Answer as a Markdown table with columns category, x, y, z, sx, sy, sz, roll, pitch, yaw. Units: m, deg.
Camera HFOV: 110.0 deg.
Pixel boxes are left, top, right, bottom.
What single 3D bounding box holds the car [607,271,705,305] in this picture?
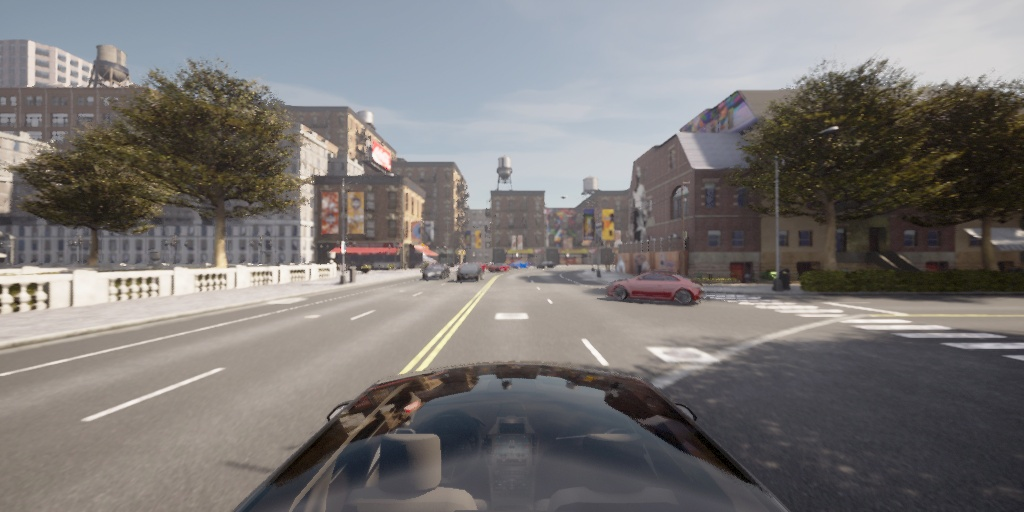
| category | x | y | z | sx | sy | sz | roll | pitch | yaw |
| --- | --- | --- | --- | --- | --- | --- | --- | --- | --- |
| car | 6.617 | 1.402 | 16.674 | 4.181 | 1.385 | 1.994 | 0 | 0 | 34 |

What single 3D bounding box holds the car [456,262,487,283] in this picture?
| category | x | y | z | sx | sy | sz | roll | pitch | yaw |
| --- | --- | --- | --- | --- | --- | --- | --- | --- | --- |
| car | -3.545 | 1.424 | 30.860 | 1.882 | 1.535 | 5.008 | 0 | 0 | 1 |

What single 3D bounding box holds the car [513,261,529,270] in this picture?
| category | x | y | z | sx | sy | sz | roll | pitch | yaw |
| --- | --- | --- | --- | --- | --- | --- | --- | --- | --- |
| car | 1.258 | 1.637 | 64.867 | 1.882 | 1.535 | 5.008 | 0 | 0 | 32 |

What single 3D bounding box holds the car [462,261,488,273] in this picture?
| category | x | y | z | sx | sy | sz | roll | pitch | yaw |
| --- | --- | --- | --- | --- | --- | --- | --- | --- | --- |
| car | -5.069 | 1.552 | 50.167 | 1.882 | 1.535 | 5.008 | 0 | 0 | 15 |

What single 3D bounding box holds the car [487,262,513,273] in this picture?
| category | x | y | z | sx | sy | sz | roll | pitch | yaw |
| --- | --- | --- | --- | --- | --- | --- | --- | --- | --- |
| car | -1.772 | 1.663 | 49.135 | 1.895 | 1.301 | 4.718 | 0 | 0 | 15 |

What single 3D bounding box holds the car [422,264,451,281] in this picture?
| category | x | y | z | sx | sy | sz | roll | pitch | yaw |
| --- | --- | --- | --- | --- | --- | --- | --- | --- | --- |
| car | -6.985 | 1.460 | 33.390 | 2.128 | 1.511 | 4.902 | 0 | 0 | 1 |
